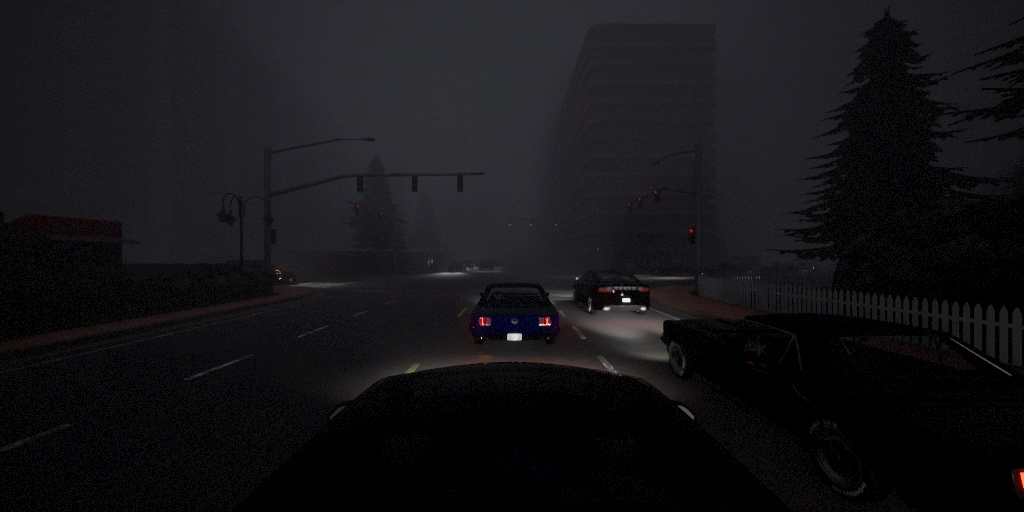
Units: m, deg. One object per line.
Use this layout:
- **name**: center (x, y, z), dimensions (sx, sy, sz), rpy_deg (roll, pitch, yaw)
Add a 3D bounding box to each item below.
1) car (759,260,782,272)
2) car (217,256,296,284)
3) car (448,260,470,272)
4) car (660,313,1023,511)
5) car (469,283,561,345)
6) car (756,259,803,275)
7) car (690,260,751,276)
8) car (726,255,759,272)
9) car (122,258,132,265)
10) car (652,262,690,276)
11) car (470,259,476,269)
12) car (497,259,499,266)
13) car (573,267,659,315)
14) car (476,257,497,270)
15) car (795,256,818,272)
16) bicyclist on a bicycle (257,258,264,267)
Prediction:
- **car**: center (33.344, 1.220, 46.202), dimensions (1.812, 1.442, 4.674), rpy_deg (0, 0, 42)
- **car**: center (-17.238, 1.047, 24.292), dimensions (4.553, 1.767, 2.097), rpy_deg (0, 0, 0)
- **car**: center (-7.137, 1.351, 47.040), dimensions (1.895, 1.301, 4.718), rpy_deg (0, 0, 0)
- **car**: center (3.598, 1.351, 4.359), dimensions (1.895, 1.301, 4.718), rpy_deg (0, 0, 0)
- **car**: center (0.067, 1.351, 9.473), dimensions (1.895, 1.301, 4.718), rpy_deg (0, 0, 0)
- **car**: center (27.890, 1.295, 37.389), dimensions (4.718, 1.301, 1.895), rpy_deg (0, 0, -31)
- **car**: center (19.544, 1.295, 33.621), dimensions (4.718, 1.301, 1.895), rpy_deg (0, 0, -18)
- **car**: center (25.618, 0.916, 40.077), dimensions (5.566, 2.045, 2.150), rpy_deg (0, 0, -31)
- **car**: center (-27.794, 0.916, 24.220), dimensions (5.566, 2.045, 2.150), rpy_deg (0, 0, 0)
- **car**: center (16.561, 1.295, 36.469), dimensions (4.718, 1.301, 1.895), rpy_deg (0, 0, -14)
- **car**: center (-7.136, 1.297, 56.692), dimensions (2.033, 1.411, 5.357), rpy_deg (0, 0, 0)
- **car**: center (-3.623, 1.255, 62.038), dimensions (1.837, 1.490, 4.892), rpy_deg (0, 0, 0)
- **car**: center (3.577, 1.228, 13.681), dimensions (1.882, 1.535, 5.008), rpy_deg (0, 0, 0)
- **car**: center (-3.638, 1.228, 51.939), dimensions (1.882, 1.535, 5.008), rpy_deg (0, 0, 0)
- **car**: center (35.534, 0.916, 43.433), dimensions (2.150, 2.045, 5.566), rpy_deg (0, 0, 44)
- **bicyclist on a bicycle**: center (-27.918, 0.996, 39.698), dimensions (0.582, 1.620, 1.656), rpy_deg (0, 0, 0)
